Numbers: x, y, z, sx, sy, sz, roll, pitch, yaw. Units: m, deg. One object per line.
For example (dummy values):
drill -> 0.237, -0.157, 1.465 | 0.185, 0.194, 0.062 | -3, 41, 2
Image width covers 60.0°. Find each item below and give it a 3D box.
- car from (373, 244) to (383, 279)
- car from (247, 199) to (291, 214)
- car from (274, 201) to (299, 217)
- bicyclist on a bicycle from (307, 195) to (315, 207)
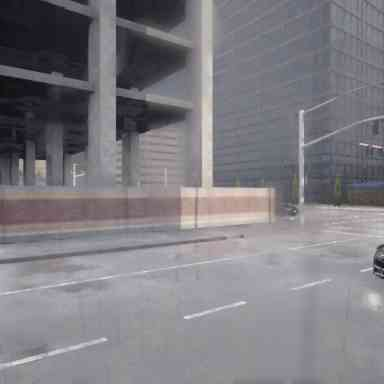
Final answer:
car -> 6.651, 1.491, 8.742 | 4.902, 1.511, 2.128 | 0, 0, -36
car -> 8.469, 1.526, 36.896 | 1.812, 1.442, 4.674 | 0, 0, -36
car -> 8.063, 1.564, 31.496 | 1.994, 1.385, 4.181 | 0, 0, -36
bicyclist on a bicycle -> 16.533, 1.301, 46.187 | 1.656, 1.620, 0.582 | 0, 0, -36
